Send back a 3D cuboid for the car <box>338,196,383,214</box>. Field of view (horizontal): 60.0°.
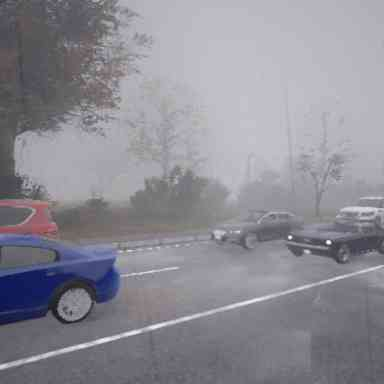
[{"bbox_3d":[11.448,1.301,21.114,5.566,2.045,2.150,0,0,-38],"label":"car"}]

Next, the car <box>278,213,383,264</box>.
[{"bbox_3d":[5.557,1.658,12.231,4.718,1.301,1.895,0,0,-37],"label":"car"}]

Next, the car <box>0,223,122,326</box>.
[{"bbox_3d":[-3.703,1.481,5.608,5.008,1.535,1.882,1,0,-35],"label":"car"}]

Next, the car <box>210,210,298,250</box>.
[{"bbox_3d":[3.022,1.548,14.715,4.902,1.511,2.128,0,0,-36],"label":"car"}]

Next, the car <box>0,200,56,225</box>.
[{"bbox_3d":[-6.185,1.227,8.134,5.566,2.045,2.150,1,-1,-35],"label":"car"}]
